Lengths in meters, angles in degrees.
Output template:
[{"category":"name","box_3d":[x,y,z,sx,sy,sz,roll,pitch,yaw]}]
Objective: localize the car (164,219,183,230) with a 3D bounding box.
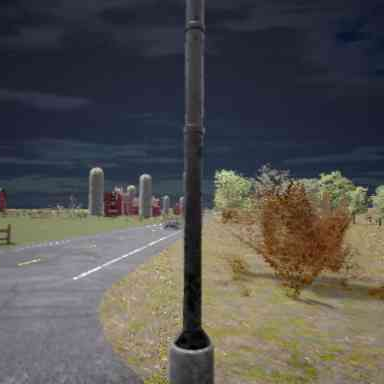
[{"category":"car","box_3d":[-2.894,4.753,49.243,1.837,1.490,4.892,0,-4,5]}]
